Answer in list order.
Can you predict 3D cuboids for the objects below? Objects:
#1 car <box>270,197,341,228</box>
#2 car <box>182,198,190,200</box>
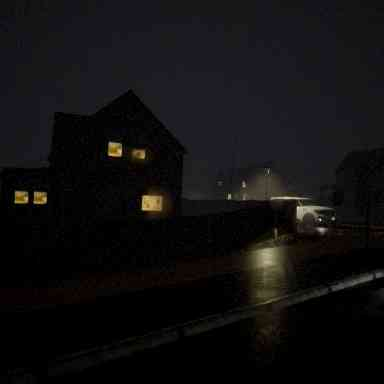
[{"bbox_3d":[7.625,1.379,23.479,2.150,2.045,5.566,3,-2,-29],"label":"car"},{"bbox_3d":[-1.294,1.725,42.315,2.150,2.045,5.566,3,-2,-21],"label":"car"}]
